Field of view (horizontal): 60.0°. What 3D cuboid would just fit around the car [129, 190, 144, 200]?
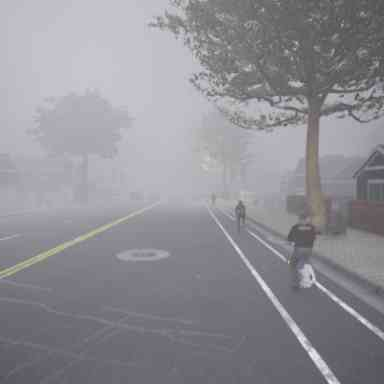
[{"bbox_3d":[-9.641,0.489,58.296,2.097,1.767,4.553,0,1,0],"label":"car"}]

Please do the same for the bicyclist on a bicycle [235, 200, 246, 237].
[{"bbox_3d":[2.280,1.224,15.523,0.582,1.620,1.656,0,0,0],"label":"bicyclist on a bicycle"}]

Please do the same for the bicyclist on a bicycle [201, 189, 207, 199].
[{"bbox_3d":[2.367,0.516,62.257,0.866,1.612,1.509,0,1,0],"label":"bicyclist on a bicycle"}]

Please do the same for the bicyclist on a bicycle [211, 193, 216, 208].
[{"bbox_3d":[2.318,0.930,35.514,0.582,1.620,1.656,0,0,0],"label":"bicyclist on a bicycle"}]

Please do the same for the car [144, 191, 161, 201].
[{"bbox_3d":[-6.405,0.638,56.933,1.882,1.535,5.008,0,1,0],"label":"car"}]

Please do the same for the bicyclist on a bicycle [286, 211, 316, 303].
[{"bbox_3d":[2.263,1.266,7.047,0.659,1.776,1.843,0,1,0],"label":"bicyclist on a bicycle"}]
